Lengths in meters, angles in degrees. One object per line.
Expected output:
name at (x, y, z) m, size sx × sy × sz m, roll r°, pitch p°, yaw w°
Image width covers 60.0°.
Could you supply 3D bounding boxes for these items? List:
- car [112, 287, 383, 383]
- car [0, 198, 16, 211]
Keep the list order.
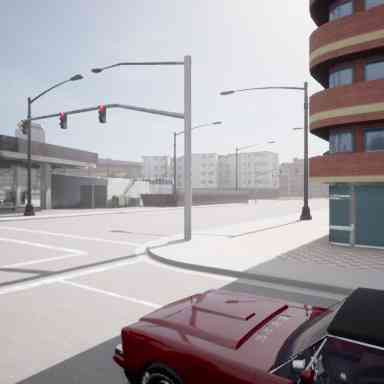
car at (1.498, 1.601, 2.905) m, size 4.718 × 1.301 × 1.895 m, roll 0°, pitch 0°, yaw 36°
car at (-22.368, 1.456, 38.855) m, size 3.806 × 1.475 × 1.970 m, roll 0°, pitch 0°, yaw 36°
